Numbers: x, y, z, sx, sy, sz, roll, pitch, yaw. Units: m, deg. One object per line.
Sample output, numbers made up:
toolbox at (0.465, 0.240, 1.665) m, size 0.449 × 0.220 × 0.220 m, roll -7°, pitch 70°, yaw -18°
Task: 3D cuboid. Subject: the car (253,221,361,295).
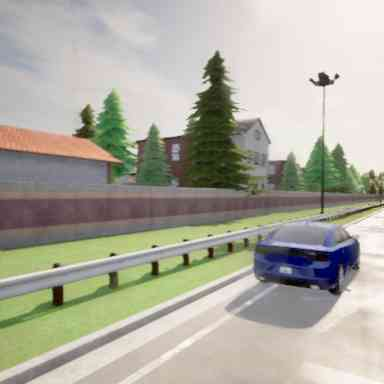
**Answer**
car at (3.378, 1.543, 9.172) m, size 1.882 × 1.535 × 5.008 m, roll 1°, pitch 0°, yaw 34°
